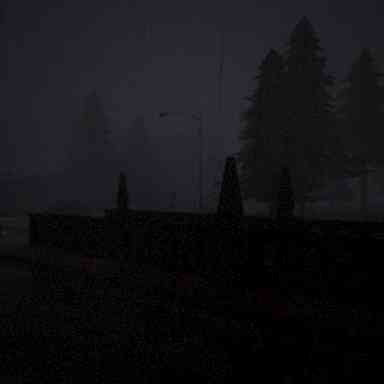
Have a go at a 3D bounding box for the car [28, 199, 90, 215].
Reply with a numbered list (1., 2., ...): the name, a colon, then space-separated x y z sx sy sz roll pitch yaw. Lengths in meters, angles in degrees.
1. car: -11.497 1.382 29.805 2.128 1.511 4.902 0 0 38

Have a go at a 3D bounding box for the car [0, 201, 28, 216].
1. car: -16.697 1.474 28.807 1.895 1.301 4.718 0 0 38

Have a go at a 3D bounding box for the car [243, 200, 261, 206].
1. car: 9.858 1.514 51.823 1.895 1.301 4.718 0 0 37
